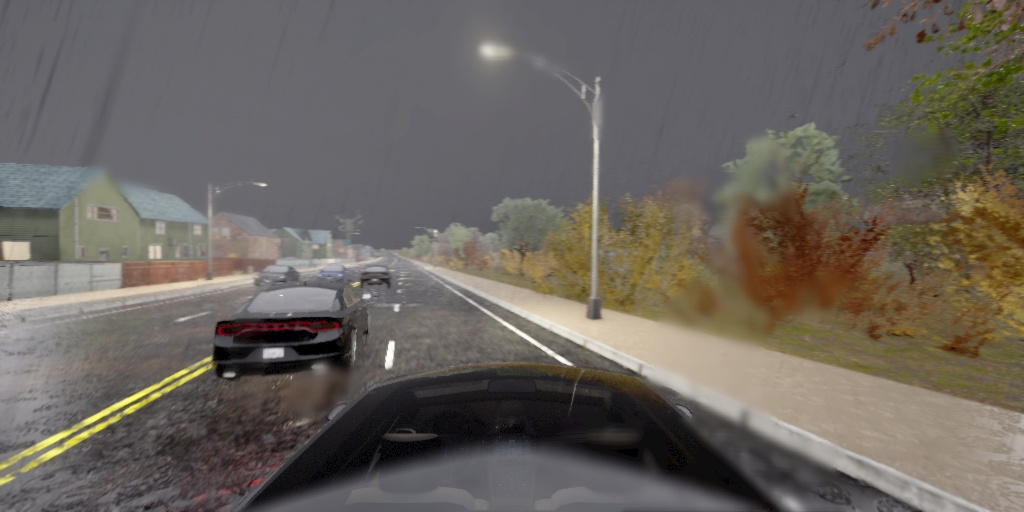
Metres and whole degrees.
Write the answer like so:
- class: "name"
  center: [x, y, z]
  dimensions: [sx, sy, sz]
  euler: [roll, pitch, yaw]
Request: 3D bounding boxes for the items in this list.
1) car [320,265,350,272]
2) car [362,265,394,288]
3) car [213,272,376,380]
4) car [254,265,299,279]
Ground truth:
- class: "car"
  center: [-13.979, 1.422, 28.349]
  dimensions: [1.812, 1.442, 4.674]
  euler: [0, 0, -17]
- class: "car"
  center: [-9.367, 1.372, 24.974]
  dimensions: [1.882, 1.535, 5.008]
  euler: [0, 0, -17]
- class: "car"
  center: [-4.121, 1.257, 7.516]
  dimensions: [1.882, 1.535, 5.008]
  euler: [0, -1, -17]
- class: "car"
  center: [-16.537, 1.388, 25.562]
  dimensions: [1.812, 1.442, 4.674]
  euler: [0, 0, -17]
